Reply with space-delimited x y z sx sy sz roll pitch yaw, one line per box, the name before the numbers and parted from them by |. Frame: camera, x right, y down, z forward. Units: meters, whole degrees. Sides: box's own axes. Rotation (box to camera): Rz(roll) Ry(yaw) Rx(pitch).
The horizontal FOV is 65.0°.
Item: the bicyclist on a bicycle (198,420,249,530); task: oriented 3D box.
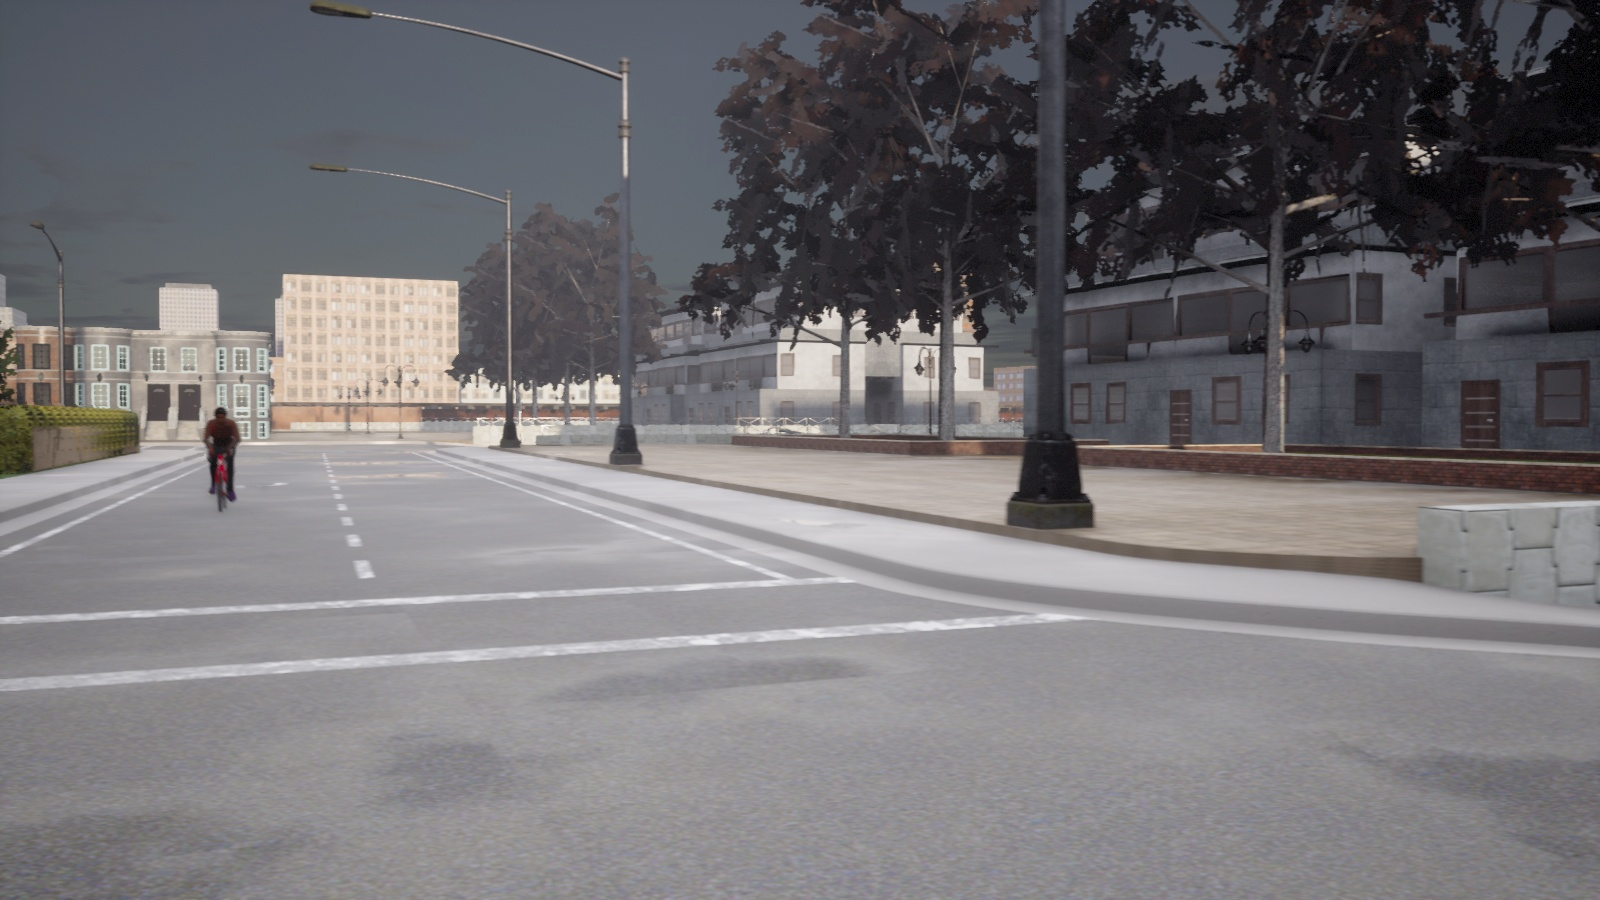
bicyclist on a bicycle | -8.936 0.356 19.513 0.582 1.620 1.656 -2 2 -21
